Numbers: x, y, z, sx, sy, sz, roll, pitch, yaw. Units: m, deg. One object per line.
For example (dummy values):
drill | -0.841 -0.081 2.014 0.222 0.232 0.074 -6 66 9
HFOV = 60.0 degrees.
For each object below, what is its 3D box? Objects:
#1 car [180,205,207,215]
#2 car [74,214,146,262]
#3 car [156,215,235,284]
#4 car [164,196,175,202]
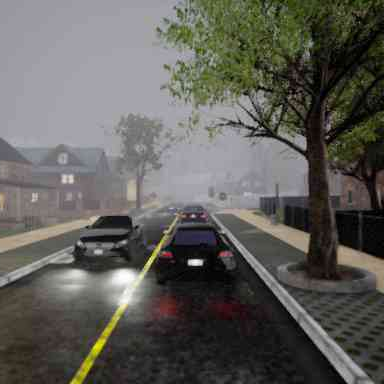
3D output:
car | 0.098 1.628 24.110 2.033 1.411 5.357 0 0 0
car | -2.839 1.569 12.443 1.812 1.442 4.674 0 0 0
car | 0.089 1.599 9.678 1.994 1.385 4.181 0 0 0
car | -5.929 1.814 87.017 1.882 1.535 5.008 0 -1 -21
